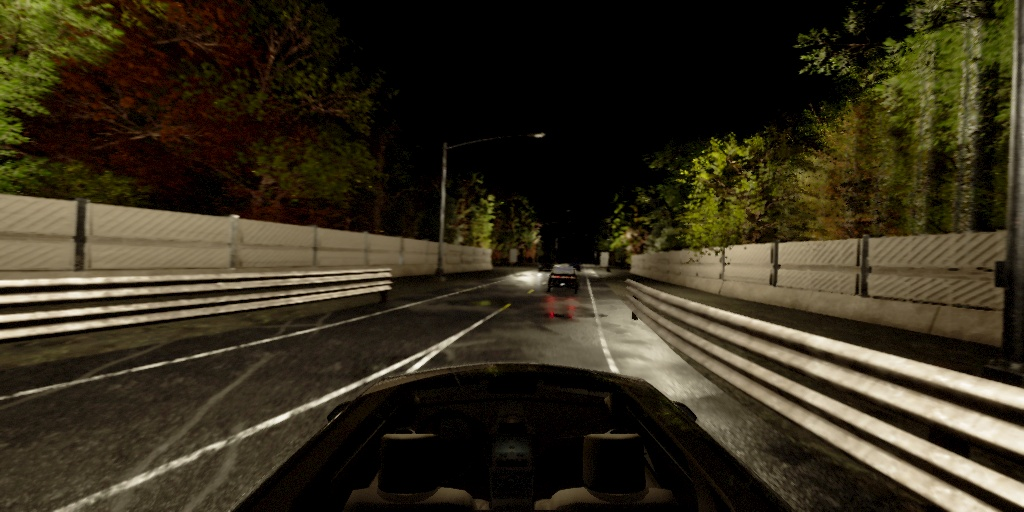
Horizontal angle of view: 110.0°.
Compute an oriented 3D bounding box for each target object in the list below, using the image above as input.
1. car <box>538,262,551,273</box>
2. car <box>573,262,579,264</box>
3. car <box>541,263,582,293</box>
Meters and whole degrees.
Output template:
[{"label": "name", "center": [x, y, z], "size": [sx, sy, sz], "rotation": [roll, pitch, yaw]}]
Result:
[{"label": "car", "center": [4.675, 1.567, 48.742], "size": [1.837, 1.490, 4.892], "rotation": [3, 0, 12]}, {"label": "car", "center": [9.951, 1.772, 57.219], "size": [1.882, 1.535, 5.008], "rotation": [2, 0, 11]}, {"label": "car", "center": [3.317, 1.436, 22.758], "size": [2.128, 1.511, 4.902], "rotation": [2, 0, 11]}]
